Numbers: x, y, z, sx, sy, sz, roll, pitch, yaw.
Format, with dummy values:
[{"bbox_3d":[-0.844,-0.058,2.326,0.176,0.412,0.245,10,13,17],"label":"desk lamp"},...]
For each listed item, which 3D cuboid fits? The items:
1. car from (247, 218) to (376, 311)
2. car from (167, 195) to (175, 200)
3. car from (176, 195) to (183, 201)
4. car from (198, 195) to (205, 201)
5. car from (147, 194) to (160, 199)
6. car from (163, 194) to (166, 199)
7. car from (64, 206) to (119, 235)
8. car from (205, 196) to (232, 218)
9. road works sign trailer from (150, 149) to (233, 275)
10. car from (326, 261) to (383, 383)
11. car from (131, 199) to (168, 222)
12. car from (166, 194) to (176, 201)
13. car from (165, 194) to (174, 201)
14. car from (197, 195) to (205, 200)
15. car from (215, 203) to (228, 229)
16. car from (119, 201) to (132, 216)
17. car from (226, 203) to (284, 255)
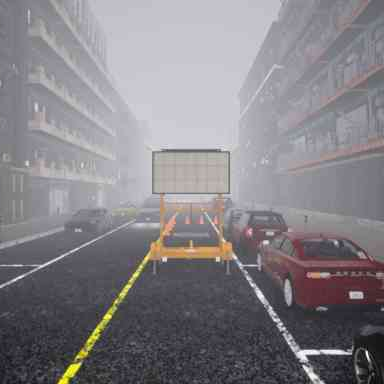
[{"bbox_3d":[2.675,1.545,7.649,1.887,1.381,4.507,0,0,0],"label":"car"},{"bbox_3d":[-5.880,1.513,92.182,1.887,1.381,4.507,0,0,0],"label":"car"},{"bbox_3d":[-3.170,1.452,81.799,1.882,1.535,5.008,0,0,0],"label":"car"},{"bbox_3d":[2.523,1.500,81.093,1.752,1.417,4.829,0,0,0],"label":"car"},{"bbox_3d":[-5.787,1.431,47.091,1.967,1.590,4.097,0,0,0],"label":"car"},{"bbox_3d":[-5.798,1.303,52.727,2.192,1.841,5.009,0,0,0],"label":"car"},{"bbox_3d":[-5.729,1.565,18.908,1.947,1.339,4.313,0,0,0],"label":"car"},{"bbox_3d":[2.630,1.312,30.195,2.192,1.841,5.009,0,0,0],"label":"car"},{"bbox_3d":[-0.022,0.464,10.413,2.380,3.560,2.880,0,0,0],"label":"road works sign trailer"},{"bbox_3d":[2.686,1.566,2.013,1.947,1.339,4.313,0,0,0],"label":"car"},{"bbox_3d":[-3.157,1.545,26.432,2.033,1.411,5.357,0,0,0],"label":"car"},{"bbox_3d":[-5.856,1.290,80.909,2.192,1.841,5.009,0,0,0],"label":"car"},{"bbox_3d":[-5.869,1.412,86.545,1.967,1.590,4.097,0,0,0],"label":"car"},{"bbox_3d":[2.500,1.513,92.195,1.887,1.381,4.507,0,0,0],"label":"car"},{"bbox_3d":[2.652,1.550,18.922,2.008,1.369,4.403,0,0,0],"label":"car"},{"bbox_3d":[-5.752,1.522,30.011,1.752,1.417,4.829,0,0,0],"label":"car"},{"bbox_3d":[2.664,1.440,13.286,1.967,1.590,4.097,0,0,0],"label":"car"}]
